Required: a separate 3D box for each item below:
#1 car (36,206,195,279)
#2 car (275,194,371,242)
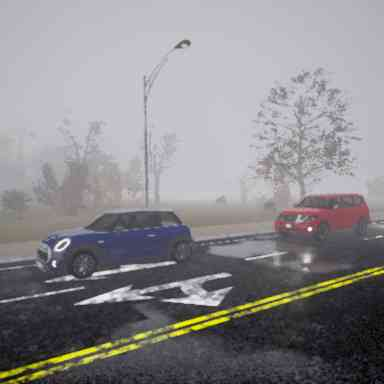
[{"bbox_3d":[-2.185,1.322,10.087,4.553,1.767,2.097,0,0,-35],"label":"car"},{"bbox_3d":[6.492,1.115,16.227,5.566,2.045,2.150,-1,0,-35],"label":"car"}]
